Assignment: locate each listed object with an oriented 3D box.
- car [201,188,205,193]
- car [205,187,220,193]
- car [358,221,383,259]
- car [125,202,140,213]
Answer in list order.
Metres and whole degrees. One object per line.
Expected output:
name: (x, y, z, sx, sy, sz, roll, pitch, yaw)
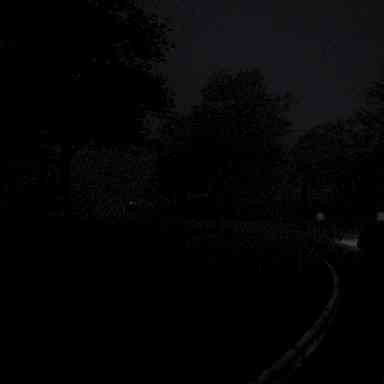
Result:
car: (4.335, -0.566, 94.849, 2.097, 1.767, 4.553, 0, 4, 29)
car: (6.279, -0.329, 91.107, 2.128, 1.511, 4.902, 0, 4, 29)
car: (7.240, 1.696, 11.372, 2.128, 1.511, 4.902, 0, -1, 11)
car: (-8.618, 2.156, 48.173, 2.128, 1.511, 4.902, 0, 0, -12)
